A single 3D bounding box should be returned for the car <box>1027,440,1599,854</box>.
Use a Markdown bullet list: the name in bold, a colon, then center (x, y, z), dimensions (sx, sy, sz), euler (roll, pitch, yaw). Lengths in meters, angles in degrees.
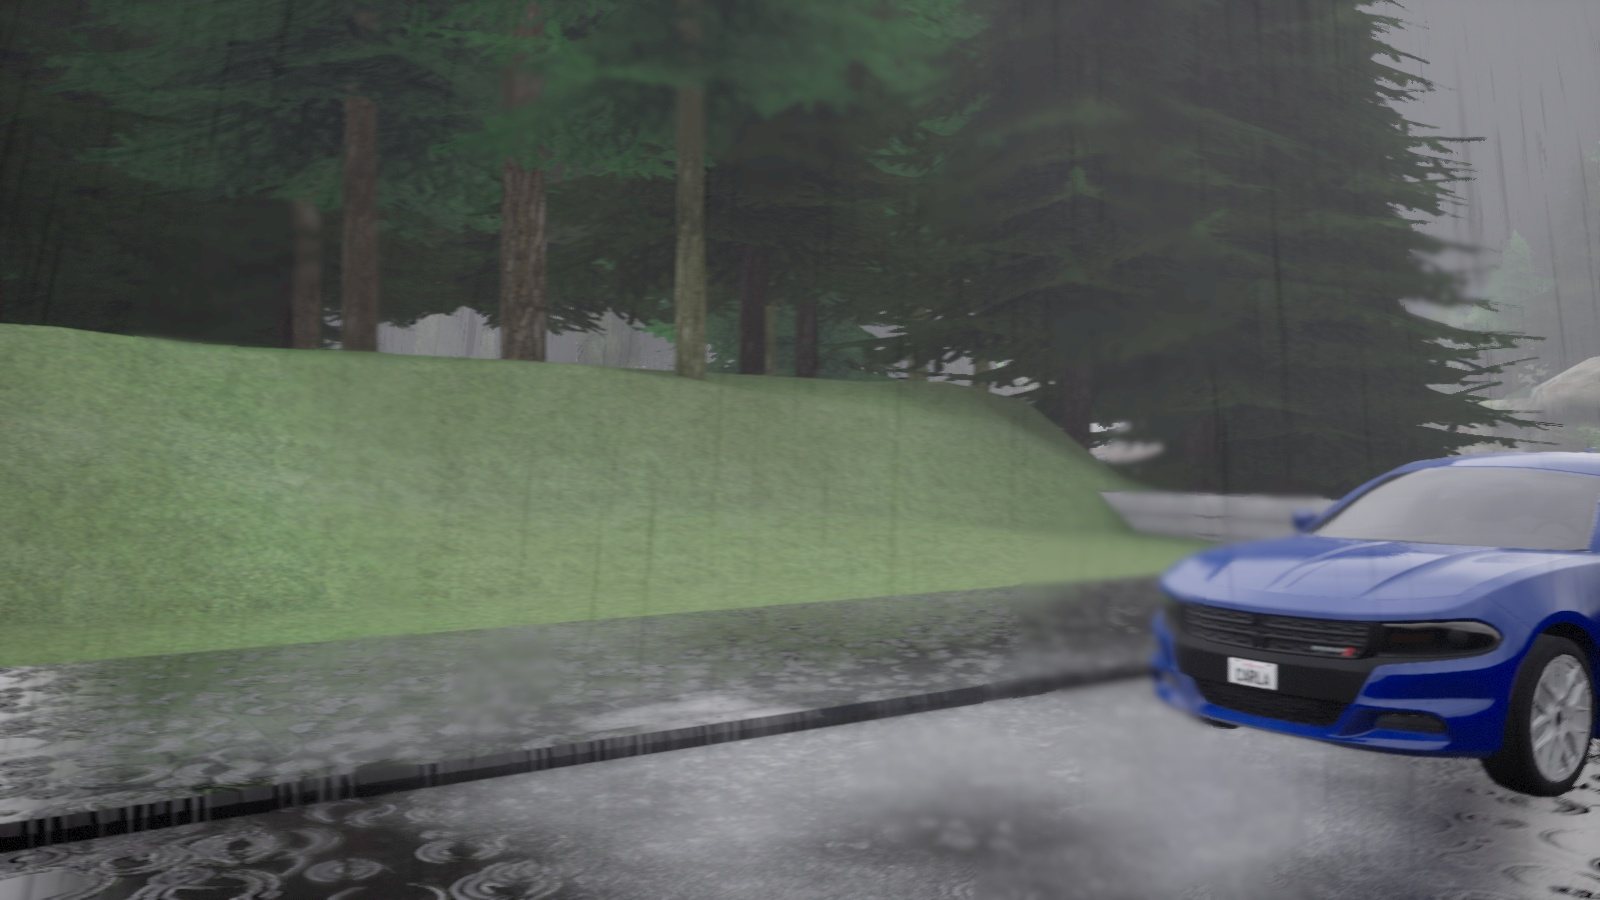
- **car**: center (3.713, 0.732, 6.851), dimensions (5.008, 1.535, 1.882), euler (0, 0, -35)
